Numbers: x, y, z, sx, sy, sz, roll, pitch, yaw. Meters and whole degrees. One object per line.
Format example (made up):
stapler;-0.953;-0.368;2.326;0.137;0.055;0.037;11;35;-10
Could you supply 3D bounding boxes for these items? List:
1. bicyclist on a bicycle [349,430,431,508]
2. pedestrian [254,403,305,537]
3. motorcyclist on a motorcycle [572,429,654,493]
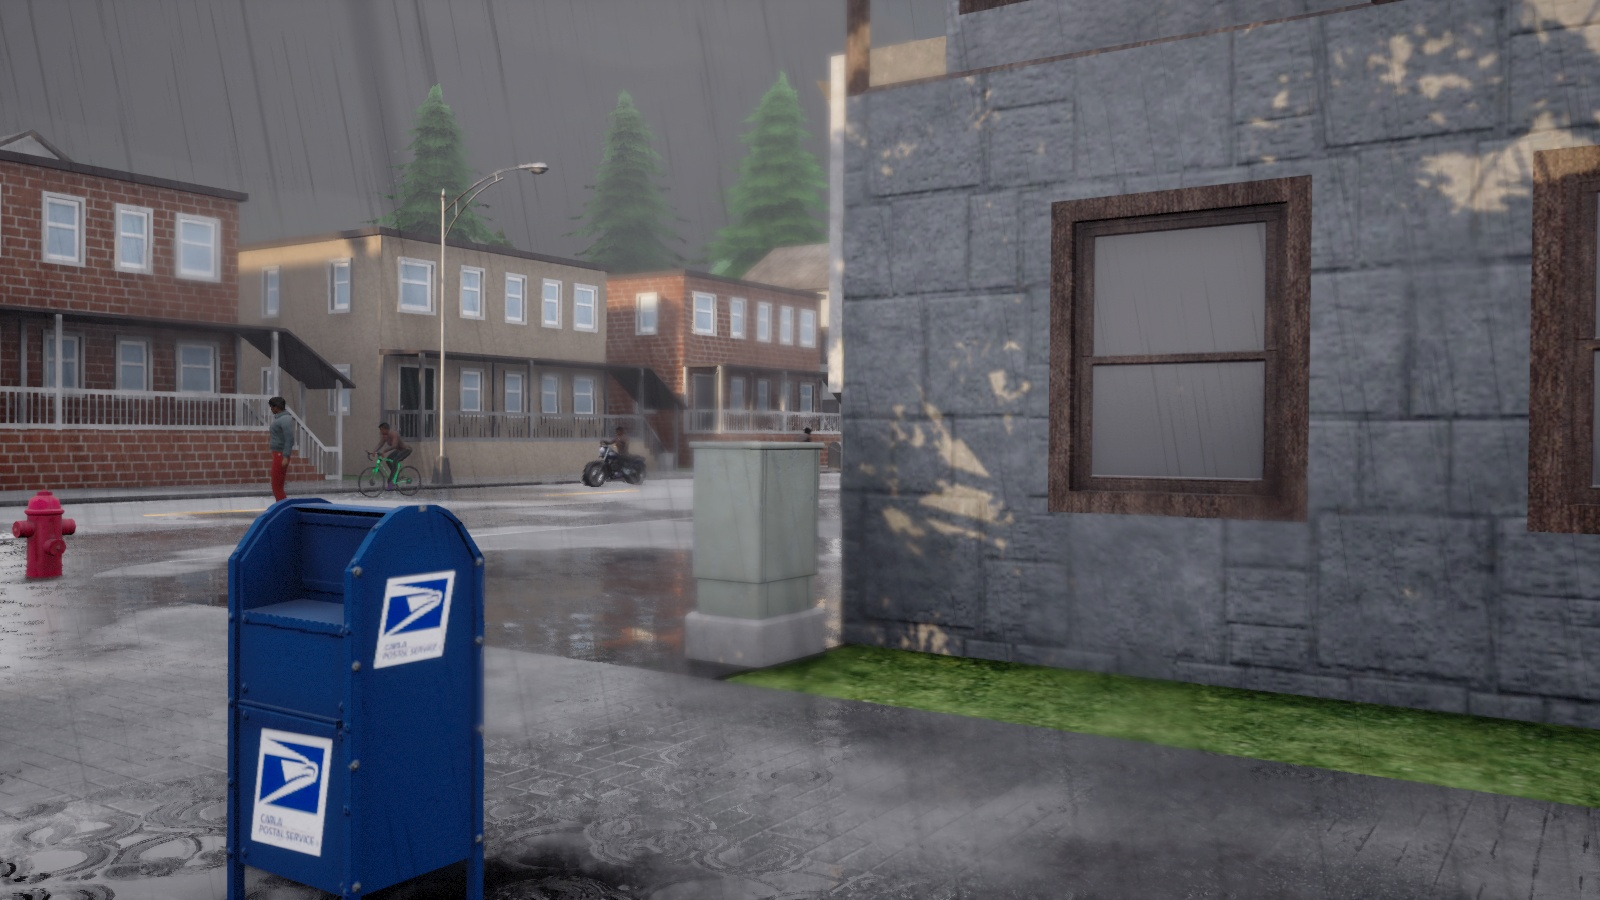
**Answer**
bicyclist on a bicycle;-8.925;0.391;27.370;0.582;1.620;1.656;0;1;35
pedestrian;-7.312;0.267;17.629;0.614;1.847;0.353;-1;1;-26
motorcyclist on a motorcycle;-4.952;0.269;33.488;0.766;1.649;2.350;0;1;33
